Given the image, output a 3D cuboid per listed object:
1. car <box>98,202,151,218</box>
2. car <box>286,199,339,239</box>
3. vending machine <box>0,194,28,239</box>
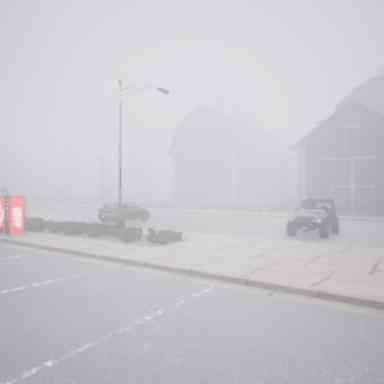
[{"bbox_3d":[-4.948,1.480,24.731,1.816,1.474,4.193,0,0,35],"label":"car"},{"bbox_3d":[6.437,1.302,17.485,1.905,1.878,3.866,0,0,35],"label":"car"},{"bbox_3d":[-8.941,1.175,16.534,0.880,2.100,1.100,0,0,35],"label":"vending machine"}]
